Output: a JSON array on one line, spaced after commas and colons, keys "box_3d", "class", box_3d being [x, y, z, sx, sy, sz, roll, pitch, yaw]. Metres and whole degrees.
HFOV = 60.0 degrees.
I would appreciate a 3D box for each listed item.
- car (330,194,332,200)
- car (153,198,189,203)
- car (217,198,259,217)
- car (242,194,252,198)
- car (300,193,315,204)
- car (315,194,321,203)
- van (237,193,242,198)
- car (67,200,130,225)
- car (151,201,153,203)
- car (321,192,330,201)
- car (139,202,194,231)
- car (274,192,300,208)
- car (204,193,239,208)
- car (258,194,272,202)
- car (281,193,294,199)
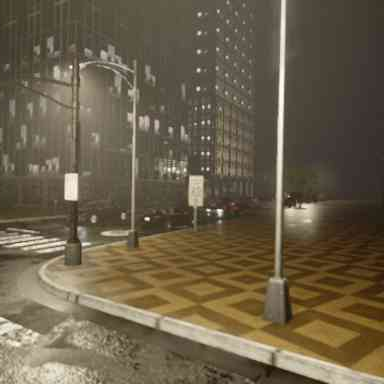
[{"box_3d": [29.814, 0.917, 74.131, 2.192, 1.841, 5.009, 2, 1, 30], "class": "car"}, {"box_3d": [-1.439, 1.350, 31.970, 1.994, 1.385, 4.181, 1, 1, 30], "class": "car"}, {"box_3d": [4.229, 1.484, 30.179, 1.802, 1.307, 4.206, 2, 1, 30], "class": "car"}, {"box_3d": [8.280, 1.031, 53.792, 1.967, 1.590, 4.097, 2, 1, 30], "class": "car"}, {"box_3d": [18.526, 1.259, 54.746, 1.752, 1.417, 4.829, 2, 1, 30], "class": "car"}, {"box_3d": [21.285, 1.142, 59.481, 1.967, 1.590, 4.097, 2, 1, 30], "class": "car"}, {"box_3d": [5.438, 0.965, 48.903, 1.690, 1.788, 3.998, 2, 1, 30], "class": "van"}, {"box_3d": [-6.436, 1.349, 23.373, 1.837, 1.490, 4.892, 1, 1, 30], "class": "car"}, {"box_3d": [-3.099, 1.290, 34.244, 1.947, 1.339, 4.313, 2, 1, 30], "class": "car"}, {"box_3d": [26.966, 1.217, 69.252, 1.802, 1.307, 4.206, 2, 1, 30], "class": "car"}, {"box_3d": [-1.455, 1.534, 20.411, 1.947, 1.339, 4.313, 2, 1, 30], "class": "car"}, {"box_3d": [12.758, 1.242, 44.829, 1.967, 1.590, 4.097, 2, 1, 30], "class": "car"}, {"box_3d": [3.664, 1.252, 40.719, 1.812, 1.442, 4.674, 1, 1, 31], "class": "car"}, {"box_3d": [13.966, 1.068, 63.569, 1.887, 1.381, 4.507, 2, 1, 30], "class": "car"}, {"box_3d": [22.499, 0.975, 78.233, 2.008, 1.369, 4.403, 2, 1, 30], "class": "car"}]
